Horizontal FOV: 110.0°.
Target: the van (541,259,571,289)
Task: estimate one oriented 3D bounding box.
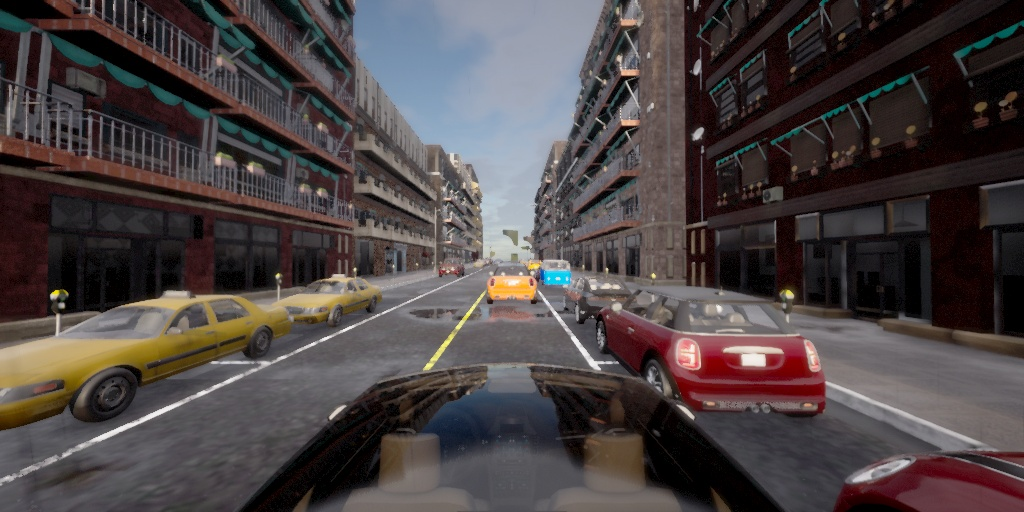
[{"bbox_3d":[2.691,1.098,22.935,1.690,1.789,3.998,0,0,0],"label":"van"}]

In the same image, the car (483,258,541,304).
[{"bbox_3d":[0.001,1.121,16.472,2.097,1.767,4.553,0,0,0],"label":"car"}]

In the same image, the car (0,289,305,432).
[{"bbox_3d":[-5.689,1.275,5.820,1.751,1.417,4.829,0,0,0],"label":"car"}]

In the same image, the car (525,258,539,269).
[{"bbox_3d":[3.113,1.134,56.809,2.097,1.767,4.553,0,0,0],"label":"car"}]

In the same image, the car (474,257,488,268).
[{"bbox_3d":[-5.690,1.311,62.437,1.751,1.417,4.829,0,0,0],"label":"car"}]

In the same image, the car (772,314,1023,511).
[{"bbox_3d":[2.692,1.188,0.289,1.967,1.591,4.097,0,0,0],"label":"car"}]

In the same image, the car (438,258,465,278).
[{"bbox_3d":[-5.689,1.080,34.298,2.192,1.841,5.009,0,0,0],"label":"car"}]

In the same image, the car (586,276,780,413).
[{"bbox_3d":[2.692,1.189,5.950,1.967,1.591,4.097,0,0,0],"label":"car"}]

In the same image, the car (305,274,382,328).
[{"bbox_3d":[-5.689,1.277,11.482,1.751,1.417,4.829,0,0,0],"label":"car"}]

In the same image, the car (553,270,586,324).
[{"bbox_3d":[2.692,1.302,11.612,2.007,1.370,4.403,0,0,0],"label":"car"}]
